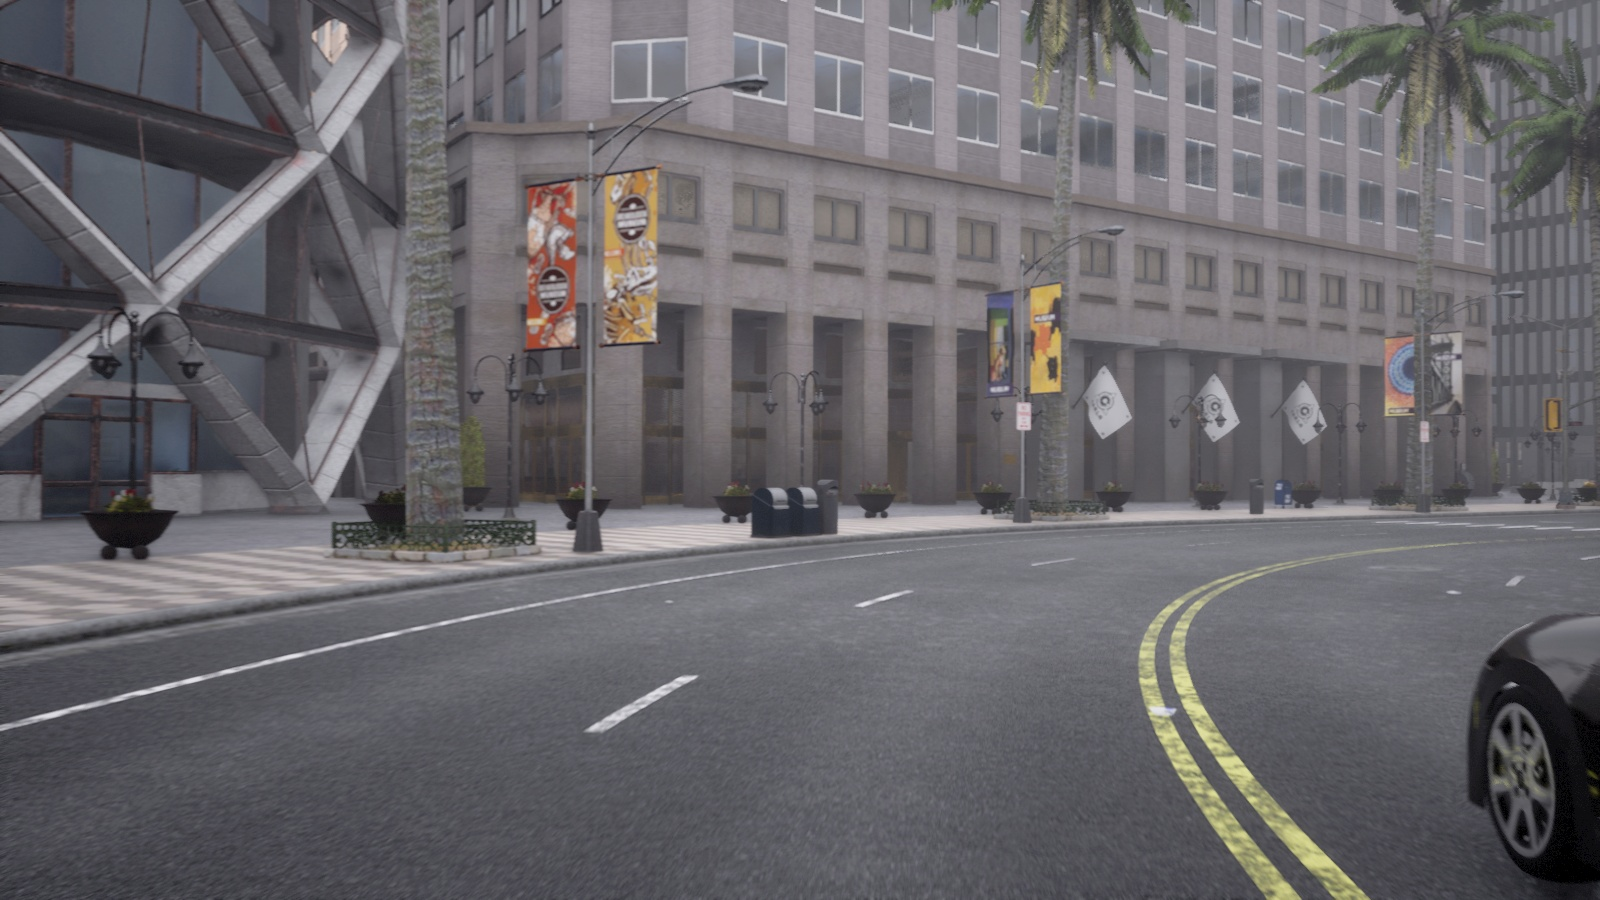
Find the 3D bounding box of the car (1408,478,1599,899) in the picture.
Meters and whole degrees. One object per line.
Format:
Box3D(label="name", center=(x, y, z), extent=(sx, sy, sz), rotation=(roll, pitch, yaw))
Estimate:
Box3D(label="car", center=(3.677, 0.832, 3.831), extent=(1.970, 1.475, 3.806), rotation=(0, -1, 4))
